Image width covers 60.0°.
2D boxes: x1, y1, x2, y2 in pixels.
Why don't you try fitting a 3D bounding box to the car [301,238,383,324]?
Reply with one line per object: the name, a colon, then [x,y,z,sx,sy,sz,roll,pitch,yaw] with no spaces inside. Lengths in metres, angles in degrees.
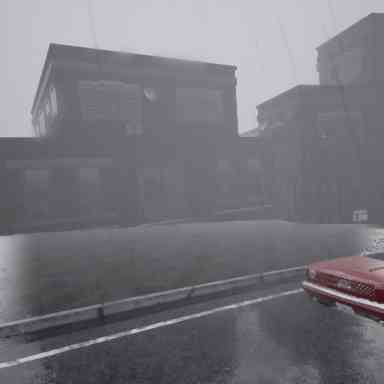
car: [4.414,1.569,6.497,4.718,1.301,1.895,0,1,-29]
